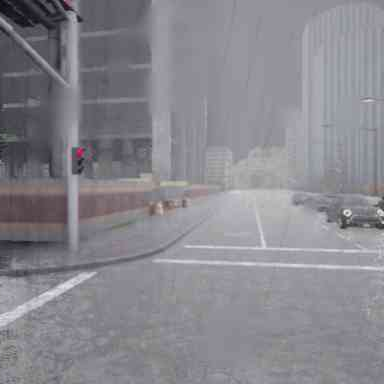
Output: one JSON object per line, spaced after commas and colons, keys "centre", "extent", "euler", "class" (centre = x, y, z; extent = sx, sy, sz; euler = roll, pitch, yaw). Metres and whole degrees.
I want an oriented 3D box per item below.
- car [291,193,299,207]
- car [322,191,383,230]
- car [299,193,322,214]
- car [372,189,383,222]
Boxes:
{"centre": [12.496, 0.848, 38.230], "extent": [1.837, 1.490, 4.892], "euler": [0, 1, 10], "class": "car"}
{"centre": [8.991, 1.020, 18.613], "extent": [2.097, 1.767, 4.553], "euler": [0, 1, 10], "class": "car"}
{"centre": [10.666, 1.058, 28.091], "extent": [2.033, 1.411, 5.357], "euler": [0, 1, 10], "class": "car"}
{"centre": [12.965, 0.855, 19.921], "extent": [2.150, 2.045, 5.566], "euler": [0, 1, 10], "class": "car"}
